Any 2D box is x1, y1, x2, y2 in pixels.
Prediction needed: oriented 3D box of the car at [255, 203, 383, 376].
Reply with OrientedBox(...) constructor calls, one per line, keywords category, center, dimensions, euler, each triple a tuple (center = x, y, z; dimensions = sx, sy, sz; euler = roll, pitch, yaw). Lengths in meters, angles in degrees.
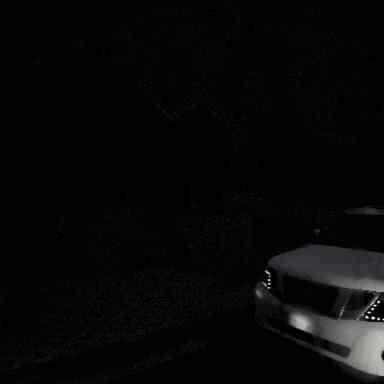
OrientedBox(category="car", center=(3.570, 1.227, 5.603), dimensions=(5.566, 2.045, 2.150), euler=(0, 0, -35))
